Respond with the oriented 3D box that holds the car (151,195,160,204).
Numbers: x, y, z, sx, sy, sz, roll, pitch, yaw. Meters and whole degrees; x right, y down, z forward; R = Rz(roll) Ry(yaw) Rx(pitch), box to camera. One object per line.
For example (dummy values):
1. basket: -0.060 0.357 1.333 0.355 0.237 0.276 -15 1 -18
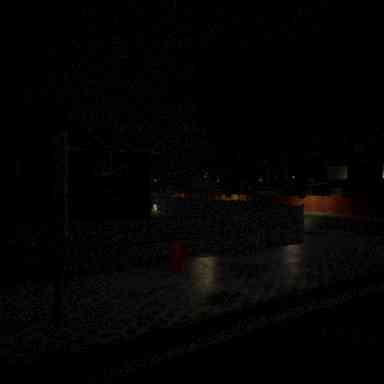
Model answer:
1. car: -6.384 1.279 56.006 2.128 1.511 4.902 0 0 -22
